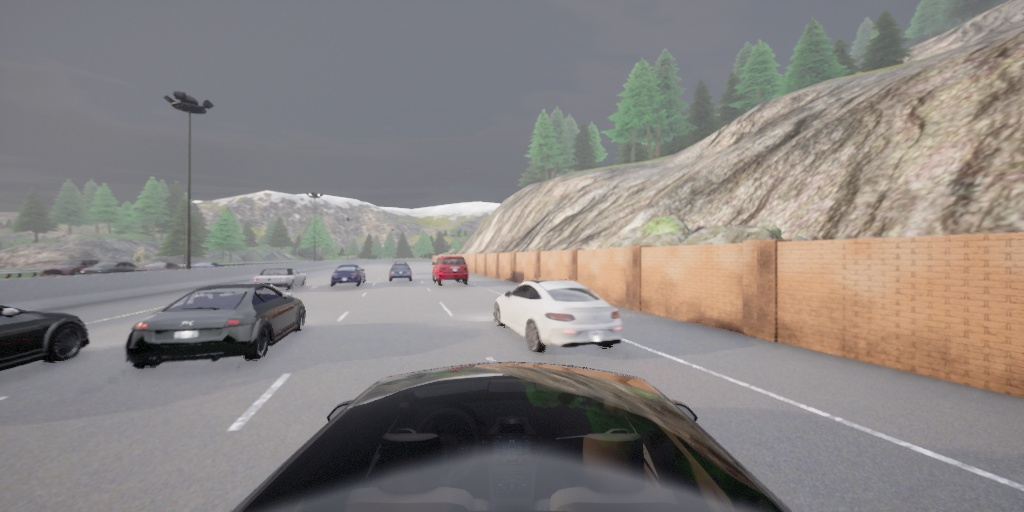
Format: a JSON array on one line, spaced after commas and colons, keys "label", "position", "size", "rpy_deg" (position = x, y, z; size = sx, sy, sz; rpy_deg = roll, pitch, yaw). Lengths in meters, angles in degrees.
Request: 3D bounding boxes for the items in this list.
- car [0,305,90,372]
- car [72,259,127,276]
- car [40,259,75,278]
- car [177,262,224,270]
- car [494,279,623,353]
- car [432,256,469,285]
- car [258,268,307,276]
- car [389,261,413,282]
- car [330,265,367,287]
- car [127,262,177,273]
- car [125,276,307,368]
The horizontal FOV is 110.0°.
[{"label": "car", "position": [-8.970, 1.298, 5.309], "size": [1.994, 1.385, 4.181], "rpy_deg": [0, 0, -17]}, {"label": "car", "position": [-35.802, 1.258, 32.115], "size": [1.837, 1.490, 4.892], "rpy_deg": [0, -1, -17]}, {"label": "car", "position": [-39.584, 1.091, 32.520], "size": [2.097, 1.767, 4.553], "rpy_deg": [0, 0, -17]}, {"label": "car", "position": [-29.075, 1.307, 34.055], "size": [1.812, 1.442, 4.674], "rpy_deg": [0, 0, -17]}, {"label": "car", "position": [0.899, 1.308, 8.942], "size": [1.812, 1.442, 4.674], "rpy_deg": [0, 0, -17]}, {"label": "car", "position": [-4.691, 1.057, 26.941], "size": [2.150, 2.045, 5.566], "rpy_deg": [0, 0, -17]}, {"label": "car", "position": [-14.189, 1.385, 22.122], "size": [1.895, 1.301, 4.718], "rpy_deg": [0, 0, -17]}, {"label": "car", "position": [-9.534, 1.382, 30.718], "size": [2.033, 1.411, 5.357], "rpy_deg": [0, 0, -17]}, {"label": "car", "position": [-11.554, 1.332, 25.434], "size": [1.812, 1.442, 4.674], "rpy_deg": [0, 0, -17]}, {"label": "car", "position": [-32.423, 1.292, 33.036], "size": [1.812, 1.442, 4.674], "rpy_deg": [0, 0, -17]}, {"label": "car", "position": [-6.148, 1.318, 8.030], "size": [1.994, 1.385, 4.181], "rpy_deg": [0, 0, -17]}]
